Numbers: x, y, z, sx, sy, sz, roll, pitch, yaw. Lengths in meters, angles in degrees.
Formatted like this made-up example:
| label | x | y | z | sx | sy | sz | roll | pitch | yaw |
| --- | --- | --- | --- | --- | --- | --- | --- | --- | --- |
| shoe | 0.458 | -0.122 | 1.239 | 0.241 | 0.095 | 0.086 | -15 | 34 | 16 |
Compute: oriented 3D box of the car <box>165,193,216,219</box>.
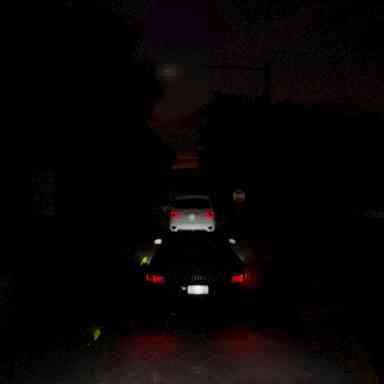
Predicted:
| label | x | y | z | sx | sy | sz | roll | pitch | yaw |
| --- | --- | --- | --- | --- | --- | --- | --- | --- | --- |
| car | 0.084 | 1.173 | 17.287 | 2.150 | 2.045 | 5.566 | 0 | 0 | 2 |

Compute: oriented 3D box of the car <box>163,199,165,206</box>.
| label | x | y | z | sx | sy | sz | roll | pitch | yaw |
| --- | --- | --- | --- | --- | --- | --- | --- | --- | --- |
| car | -3.240 | 1.393 | 49.710 | 1.895 | 1.301 | 4.718 | 0 | 0 | 0 |

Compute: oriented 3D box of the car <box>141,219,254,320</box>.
| label | x | y | z | sx | sy | sz | roll | pitch | yaw |
| --- | --- | --- | --- | --- | --- | --- | --- | --- | --- |
| car | 0.075 | 1.547 | 7.390 | 1.994 | 1.385 | 4.181 | 0 | 0 | -1 |

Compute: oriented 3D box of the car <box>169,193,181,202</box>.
| label | x | y | z | sx | sy | sz | roll | pitch | yaw |
| --- | --- | --- | --- | --- | --- | --- | --- | --- | --- |
| car | -3.238 | 1.028 | 65.346 | 2.097 | 1.767 | 4.553 | 0 | 0 | 0 |
